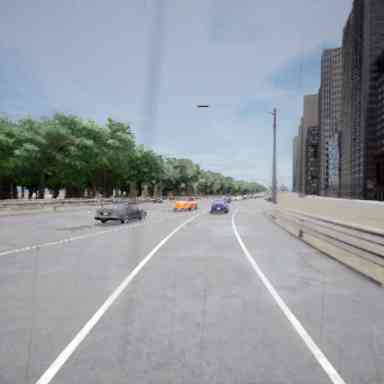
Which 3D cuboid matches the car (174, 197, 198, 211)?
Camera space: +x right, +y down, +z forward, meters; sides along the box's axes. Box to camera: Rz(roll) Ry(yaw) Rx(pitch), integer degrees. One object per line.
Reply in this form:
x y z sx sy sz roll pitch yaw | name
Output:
-0.700 1.417 41.558 2.097 1.767 4.553 0 0 14 | car

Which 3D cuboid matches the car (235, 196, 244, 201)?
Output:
12.875 1.997 94.318 1.895 1.301 4.718 1 0 14 | car

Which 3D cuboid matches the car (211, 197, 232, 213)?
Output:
3.259 1.623 38.220 1.812 1.442 4.674 0 0 10 | car

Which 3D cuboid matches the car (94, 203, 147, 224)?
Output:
-5.110 1.518 24.456 2.033 1.411 5.357 1 0 14 | car

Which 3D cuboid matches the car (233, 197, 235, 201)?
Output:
7.805 1.817 74.529 2.033 1.411 5.357 1 0 14 | car
